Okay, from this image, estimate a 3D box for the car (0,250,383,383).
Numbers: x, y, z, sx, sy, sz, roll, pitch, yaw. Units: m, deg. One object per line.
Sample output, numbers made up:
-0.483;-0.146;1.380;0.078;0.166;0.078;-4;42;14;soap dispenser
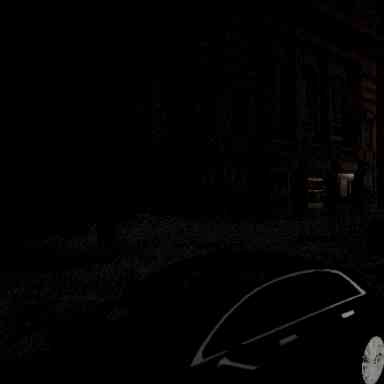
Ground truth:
0.387;1.504;3.655;4.892;1.490;1.837;0;0;-35;car
